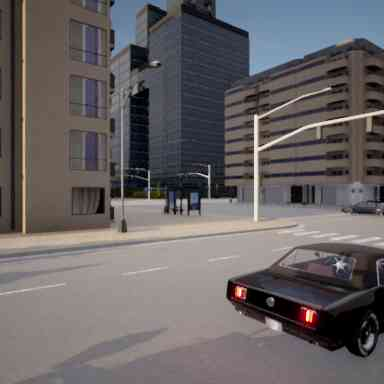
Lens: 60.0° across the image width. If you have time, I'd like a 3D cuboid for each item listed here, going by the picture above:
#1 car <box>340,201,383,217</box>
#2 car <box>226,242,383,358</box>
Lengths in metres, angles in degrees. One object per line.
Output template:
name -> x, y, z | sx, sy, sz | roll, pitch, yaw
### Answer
car -> 17.352, 1.592, 32.443 | 2.033, 1.411, 5.357 | 0, 0, -33
car -> 2.954, 1.600, 6.035 | 4.718, 1.301, 1.895 | 0, 0, -36
